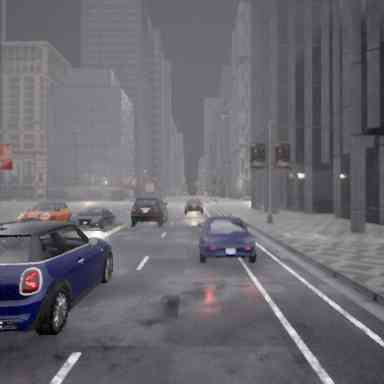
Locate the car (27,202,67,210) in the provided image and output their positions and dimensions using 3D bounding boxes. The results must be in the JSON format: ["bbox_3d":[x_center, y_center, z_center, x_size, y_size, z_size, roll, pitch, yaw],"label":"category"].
[{"bbox_3d":[-9.759,1.489,22.382,2.097,1.767,4.553,0,0,0],"label":"car"}]

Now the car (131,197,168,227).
[{"bbox_3d":[-3.046,1.373,24.530,2.150,2.045,5.566,0,0,0],"label":"car"}]

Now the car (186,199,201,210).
[{"bbox_3d":[0.253,1.787,48.570,2.128,1.511,4.902,0,0,0],"label":"car"}]

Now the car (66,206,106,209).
[{"bbox_3d":[-6.509,1.700,22.257,1.994,1.385,4.181,0,0,0],"label":"car"}]

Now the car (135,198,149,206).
[{"bbox_3d":[-9.437,1.864,63.556,1.882,1.535,5.008,0,0,1],"label":"car"}]

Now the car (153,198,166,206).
[{"bbox_3d":[-6.188,1.913,63.651,1.812,1.442,4.674,0,0,1],"label":"car"}]

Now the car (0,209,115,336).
[{"bbox_3d":[-3.133,1.394,6.930,2.097,1.767,4.553,0,0,0],"label":"car"}]

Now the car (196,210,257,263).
[{"bbox_3d":[1.166,1.601,12.198,1.812,1.442,4.674,0,0,0],"label":"car"}]

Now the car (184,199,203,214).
[{"bbox_3d":[0.230,1.585,38.280,2.097,1.767,4.553,0,0,1],"label":"car"}]
